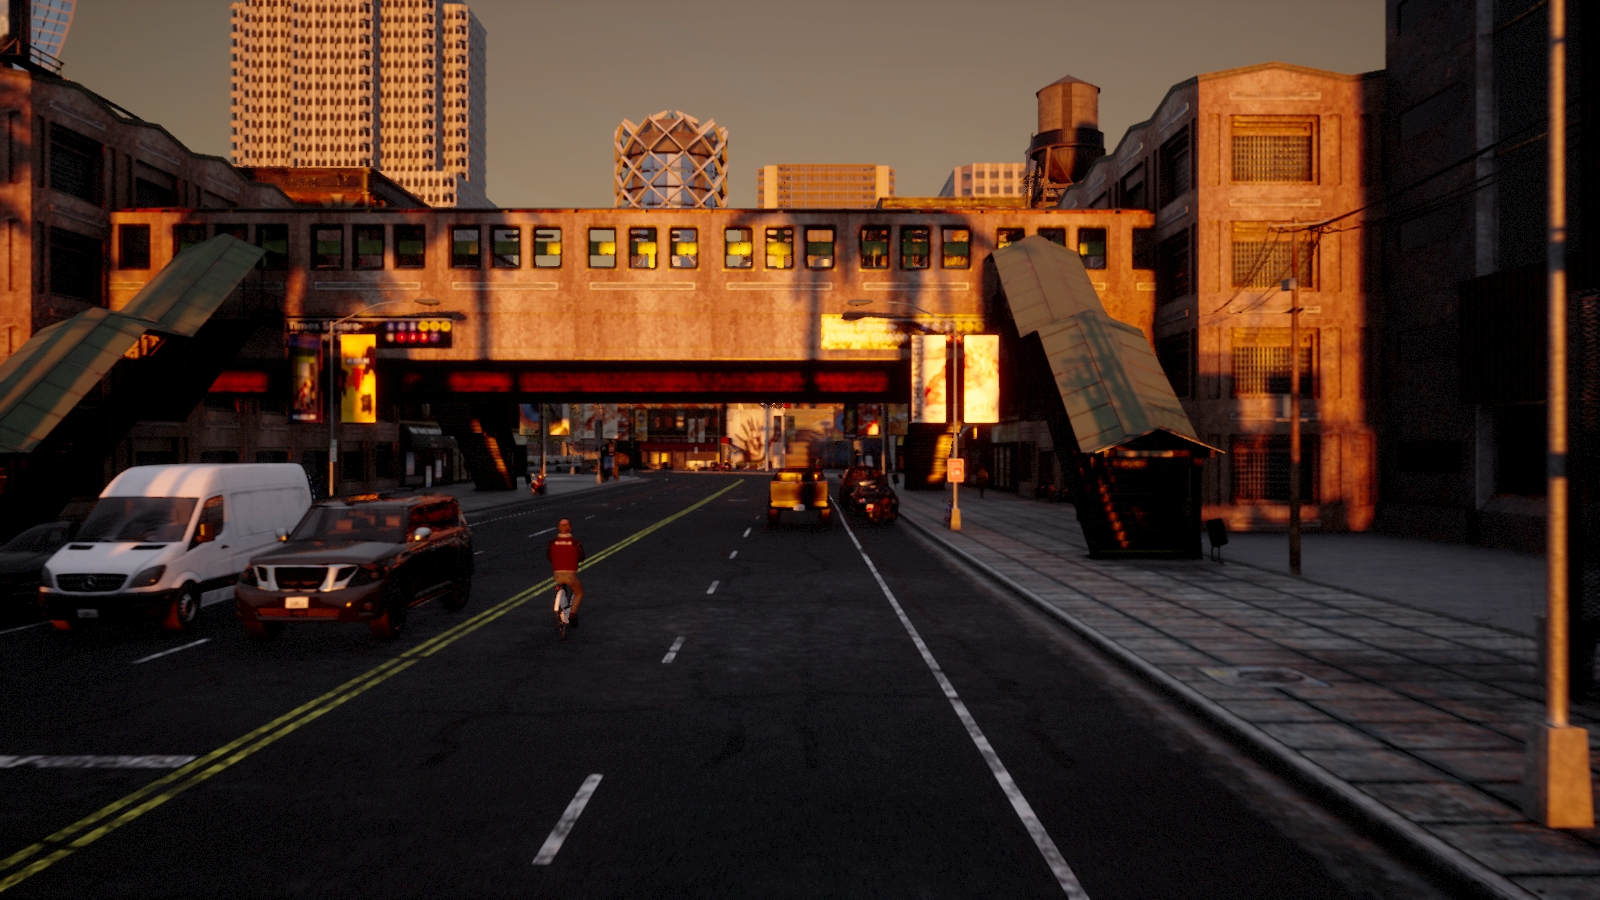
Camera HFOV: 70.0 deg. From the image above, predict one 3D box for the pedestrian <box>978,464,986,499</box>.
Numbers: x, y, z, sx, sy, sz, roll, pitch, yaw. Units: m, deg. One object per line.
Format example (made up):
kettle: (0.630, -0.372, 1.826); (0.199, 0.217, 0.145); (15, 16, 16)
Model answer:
pedestrian: (9.874, 1.696, 61.948); (0.375, 1.860, 0.375); (0, 0, 7)

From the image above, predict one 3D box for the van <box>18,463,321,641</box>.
van: (-10.518, 1.535, 19.771); (1.988, 2.561, 5.915); (0, 0, 0)

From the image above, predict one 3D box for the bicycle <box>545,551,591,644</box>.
bicycle: (-3.512, 2.210, 17.395); (0.329, 1.171, 1.835); (0, 0, 0)

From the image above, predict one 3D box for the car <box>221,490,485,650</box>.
car: (-7.016, 1.780, 18.771); (2.150, 2.045, 5.566); (0, 0, 0)

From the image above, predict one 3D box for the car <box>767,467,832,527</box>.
car: (-0.009, 1.753, 44.910); (2.390, 2.098, 6.274); (0, 0, 0)
